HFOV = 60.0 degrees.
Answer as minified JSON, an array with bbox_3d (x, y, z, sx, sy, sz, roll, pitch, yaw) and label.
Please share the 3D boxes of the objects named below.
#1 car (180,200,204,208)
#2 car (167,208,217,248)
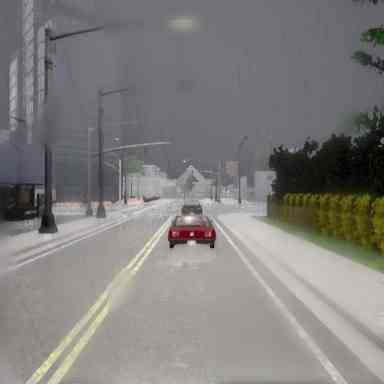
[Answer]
[{"bbox_3d":[0.000,1.515,29.650,1.837,1.490,4.892,0,0,0],"label":"car"},{"bbox_3d":[0.000,1.615,14.680,1.895,1.301,4.718,0,0,0],"label":"car"}]
